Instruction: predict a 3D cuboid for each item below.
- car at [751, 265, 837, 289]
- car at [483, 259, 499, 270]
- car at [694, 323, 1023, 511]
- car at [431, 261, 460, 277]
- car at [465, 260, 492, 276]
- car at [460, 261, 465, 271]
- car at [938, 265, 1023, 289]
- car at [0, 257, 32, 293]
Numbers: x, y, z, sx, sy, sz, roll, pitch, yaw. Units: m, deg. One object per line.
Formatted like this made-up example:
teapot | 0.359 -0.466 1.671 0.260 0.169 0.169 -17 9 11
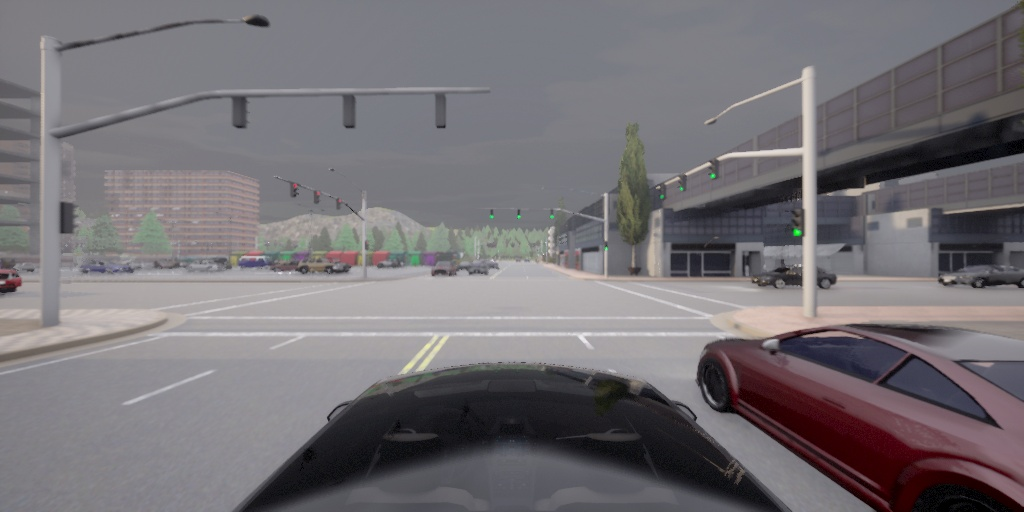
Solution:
car | 18.386 1.355 23.504 4.892 1.490 1.837 0 0 0
car | -3.195 1.579 59.584 1.994 1.385 4.181 0 0 2
car | 3.594 1.322 3.413 1.994 1.385 4.181 0 0 0
car | -7.141 1.268 37.947 2.097 1.767 4.553 0 0 1
car | -3.721 1.491 40.298 1.994 1.385 4.181 0 0 1
car | -6.906 1.464 53.426 1.882 1.535 5.008 0 0 2
car | 30.952 1.343 23.448 4.902 1.511 2.128 0 0 0
car | -29.847 1.049 19.029 5.566 2.045 2.150 0 0 0
